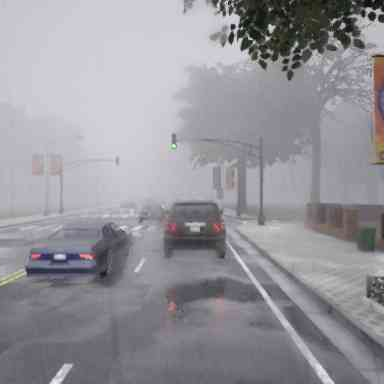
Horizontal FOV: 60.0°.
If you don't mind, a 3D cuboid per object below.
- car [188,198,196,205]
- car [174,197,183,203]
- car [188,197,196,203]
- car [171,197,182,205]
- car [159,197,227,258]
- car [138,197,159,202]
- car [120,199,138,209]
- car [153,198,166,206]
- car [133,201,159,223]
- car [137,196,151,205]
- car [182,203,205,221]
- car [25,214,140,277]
[{"bbox_3d":[0.010,1.963,71.778,1.812,1.442,4.674,0,0,0],"label":"car"},{"bbox_3d":[-3.239,1.921,81.785,2.033,1.411,5.357,0,0,0],"label":"car"},{"bbox_3d":[0.011,1.905,81.786,1.812,1.442,4.674,0,0,0],"label":"car"},{"bbox_3d":[-3.240,1.959,71.366,2.128,1.511,4.902,0,0,0],"label":"car"},{"bbox_3d":[0.103,1.304,13.283,2.150,2.045,5.566,0,0,0],"label":"car"},{"bbox_3d":[-6.568,1.682,51.734,2.097,1.767,4.553,0,0,0],"label":"car"},{"bbox_3d":[-9.818,1.855,51.641,1.812,1.442,4.674,0,0,0],"label":"car"},{"bbox_3d":[-6.493,1.968,67.458,2.033,1.411,5.357,0,0,0],"label":"car"},{"bbox_3d":[-3.145,1.721,27.186,2.033,1.411,5.357,0,0,0],"label":"car"},{"bbox_3d":[-9.742,1.783,67.556,2.097,1.767,4.553,0,-1,0],"label":"car"},{"bbox_3d":[0.122,1.815,30.764,1.895,1.301,4.718,1,0,0],"label":"car"},{"bbox_3d":[-3.147,1.612,10.434,2.033,1.411,5.357,0,0,0],"label":"car"}]
